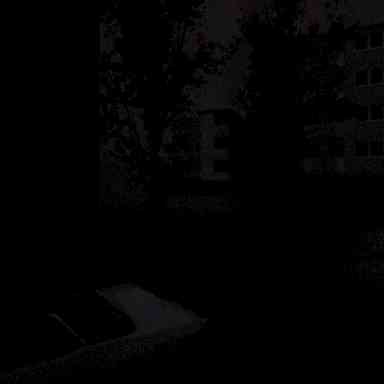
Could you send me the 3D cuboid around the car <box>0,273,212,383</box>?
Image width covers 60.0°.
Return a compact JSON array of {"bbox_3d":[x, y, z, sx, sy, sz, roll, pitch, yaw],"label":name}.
[{"bbox_3d":[-2.188,1.601,3.047,4.718,1.301,1.895,0,0,-36],"label":"car"}]
